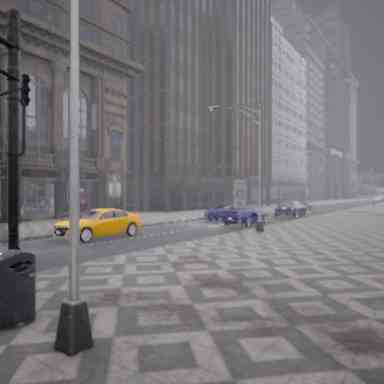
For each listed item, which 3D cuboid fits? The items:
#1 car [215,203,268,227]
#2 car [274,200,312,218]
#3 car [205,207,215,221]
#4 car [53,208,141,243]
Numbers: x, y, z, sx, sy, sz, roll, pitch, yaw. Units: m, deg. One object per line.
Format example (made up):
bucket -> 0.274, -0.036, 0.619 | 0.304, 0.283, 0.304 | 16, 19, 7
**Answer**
car -> 4.038, 1.685, 24.824 | 1.882, 1.535, 5.008 | 0, 0, 35
car -> 9.945, 1.597, 33.175 | 2.097, 1.767, 4.553 | 0, 0, 35
car -> 2.966, 1.684, 28.673 | 1.882, 1.535, 5.008 | 0, 0, 35
car -> -4.853, 1.633, 17.614 | 1.882, 1.535, 5.008 | 0, 0, 34
